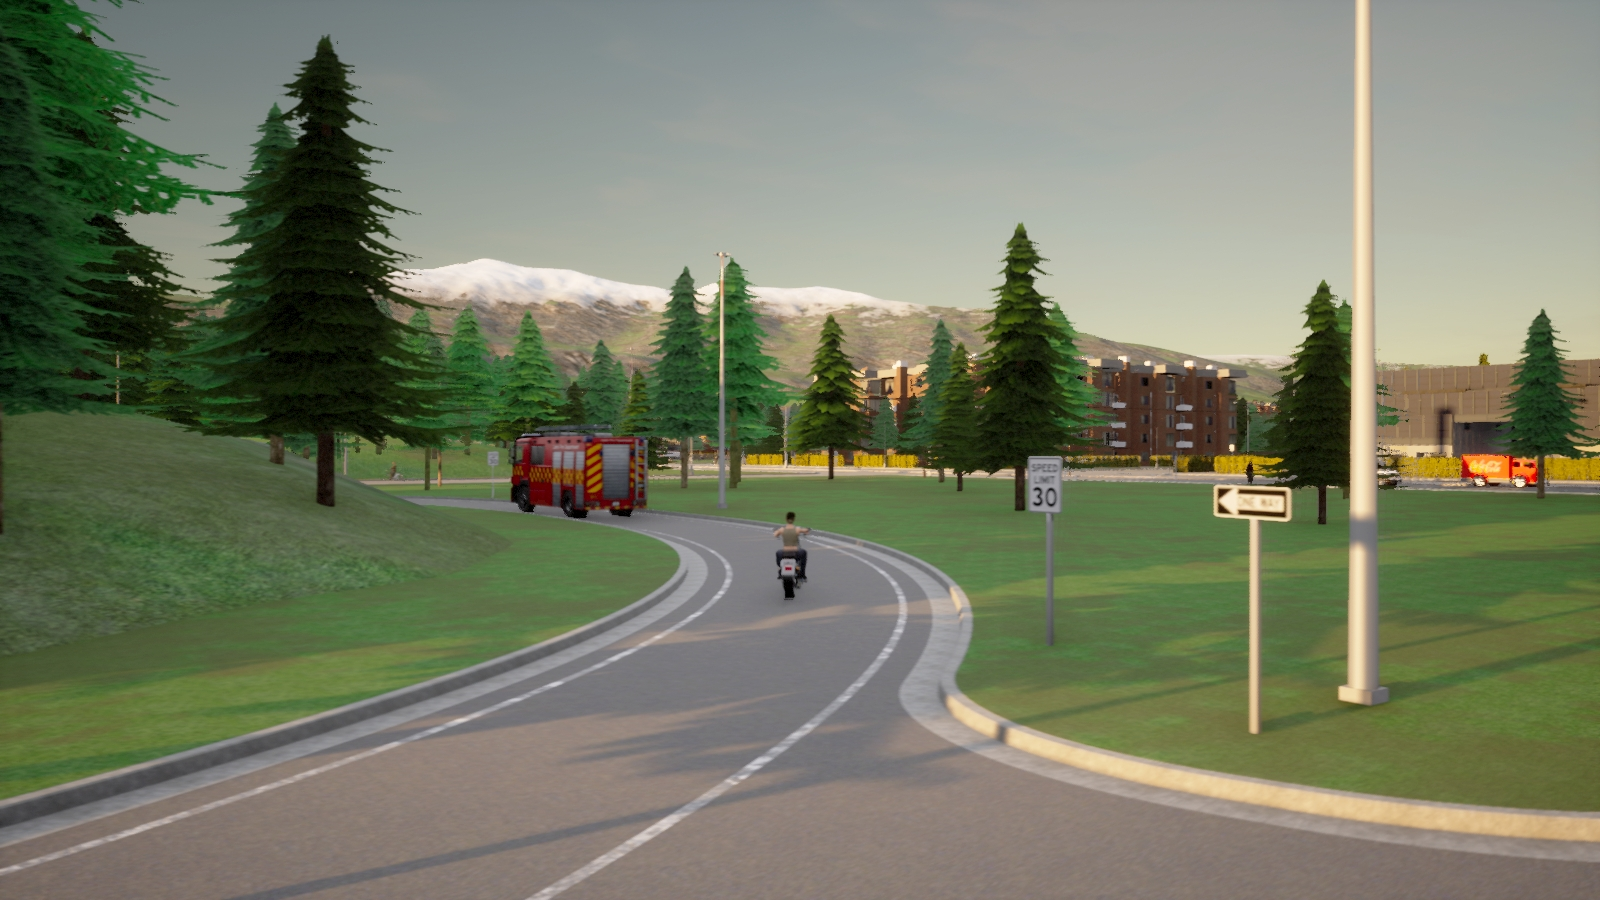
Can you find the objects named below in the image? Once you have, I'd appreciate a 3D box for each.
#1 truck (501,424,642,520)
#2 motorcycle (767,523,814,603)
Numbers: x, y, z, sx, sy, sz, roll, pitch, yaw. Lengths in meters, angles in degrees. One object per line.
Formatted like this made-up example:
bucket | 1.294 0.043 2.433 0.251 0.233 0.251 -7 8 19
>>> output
truck | -10.155 0.890 49.905 2.891 3.827 8.468 0 0 -35
motorcycle | -0.158 2.154 22.215 0.764 1.307 2.356 -1 0 3
